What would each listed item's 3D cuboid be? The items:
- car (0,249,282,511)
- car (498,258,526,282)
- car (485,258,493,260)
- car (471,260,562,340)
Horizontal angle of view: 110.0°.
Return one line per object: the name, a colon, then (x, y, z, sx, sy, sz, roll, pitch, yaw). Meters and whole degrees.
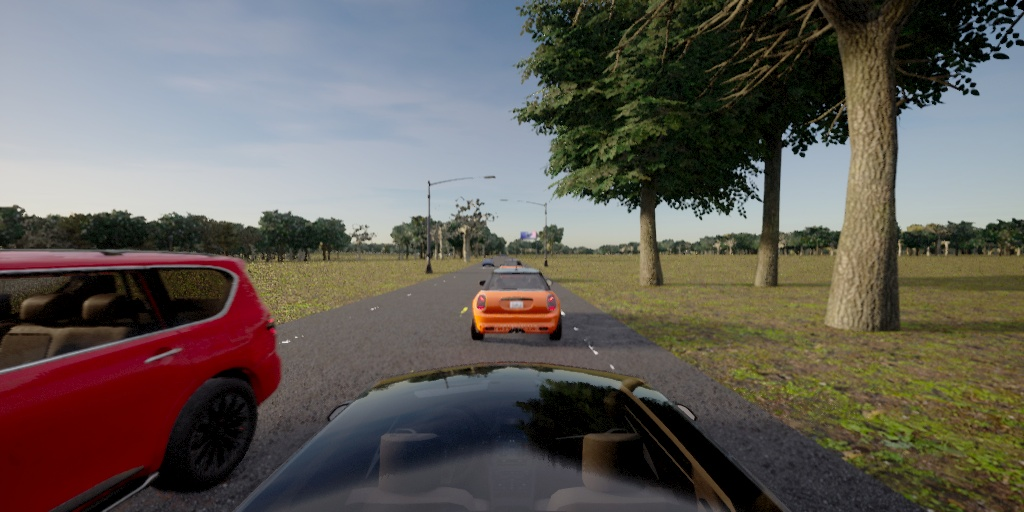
car: (-3.604, 0.972, 1.633, 2.150, 2.045, 5.566, 0, 0, 0)
car: (0.061, 1.070, 28.913, 2.097, 1.767, 4.553, 0, 0, 1)
car: (-3.809, 1.068, 57.553, 2.033, 1.411, 5.357, 0, 0, 0)
car: (0.106, 1.095, 10.071, 2.097, 1.767, 4.553, 0, 0, 0)
